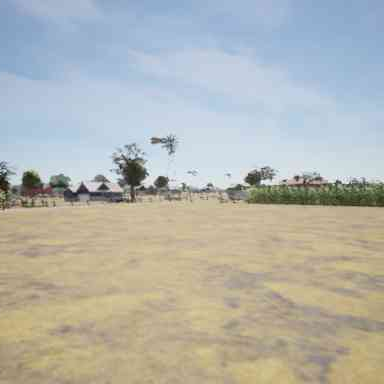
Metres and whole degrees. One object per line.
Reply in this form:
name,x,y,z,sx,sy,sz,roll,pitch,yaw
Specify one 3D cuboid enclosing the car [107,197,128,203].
car,-15.966,1.678,71.234,1.895,1.301,4.718,-2,-1,36
